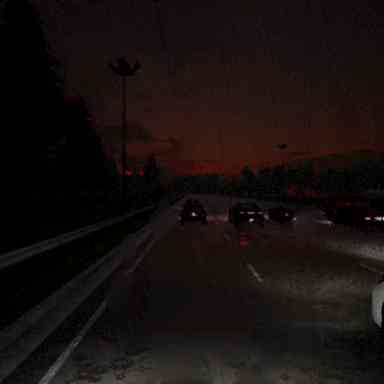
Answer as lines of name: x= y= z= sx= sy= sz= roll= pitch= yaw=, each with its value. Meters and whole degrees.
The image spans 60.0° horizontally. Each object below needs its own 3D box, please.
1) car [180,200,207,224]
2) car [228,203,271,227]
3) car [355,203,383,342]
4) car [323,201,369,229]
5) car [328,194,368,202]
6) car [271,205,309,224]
car: x=0.106 y=1.555 z=24.686 sx=2.033 sy=1.411 sz=5.357 roll=0 pitch=0 yaw=0
car: x=3.607 y=1.499 z=22.634 sx=2.128 sy=1.511 sz=4.902 roll=0 pitch=0 yaw=0
car: x=3.602 y=1.223 z=2.303 sx=2.150 sy=2.045 sz=5.566 roll=0 pitch=0 yaw=0
car: x=10.605 y=1.554 z=21.350 sx=2.033 sy=1.411 sz=5.357 roll=0 pitch=0 yaw=0
car: x=14.107 y=1.232 z=30.636 sx=2.150 sy=2.045 sz=5.566 roll=0 pitch=0 yaw=0
car: x=7.106 y=1.608 z=25.014 sx=1.895 sy=1.301 sz=4.718 roll=0 pitch=0 yaw=0
